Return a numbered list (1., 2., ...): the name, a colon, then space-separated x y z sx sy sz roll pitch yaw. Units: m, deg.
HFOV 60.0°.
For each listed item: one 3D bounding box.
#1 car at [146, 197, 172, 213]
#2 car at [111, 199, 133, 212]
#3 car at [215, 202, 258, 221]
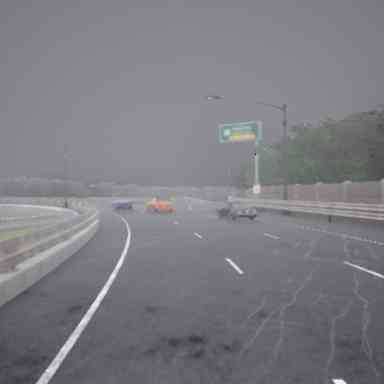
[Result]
1. car: -3.853 1.401 38.293 2.097 1.767 4.553 -1 0 -21
2. car: -8.629 1.583 40.770 1.882 1.535 5.008 0 0 -23
3. car: 3.512 1.510 26.956 2.033 1.411 5.357 -1 0 -14
